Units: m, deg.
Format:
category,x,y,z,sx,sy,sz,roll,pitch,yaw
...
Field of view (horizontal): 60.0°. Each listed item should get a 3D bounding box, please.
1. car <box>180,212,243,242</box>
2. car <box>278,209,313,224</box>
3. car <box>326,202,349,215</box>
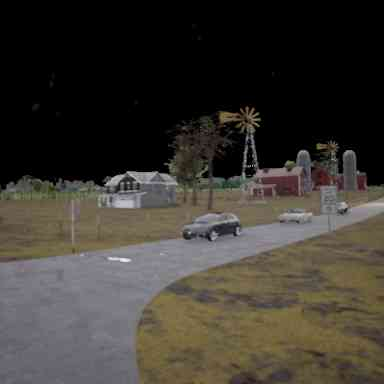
category,x,y,z,sx,sy,sz,roll,pitch,yaw
car,1.269,1.980,19.597,1.837,1.490,4.892,-2,-2,36
car,9.780,2.288,31.350,1.895,1.301,4.718,-2,-2,36
car,19.496,2.111,44.687,2.097,1.767,4.553,-2,-1,36
